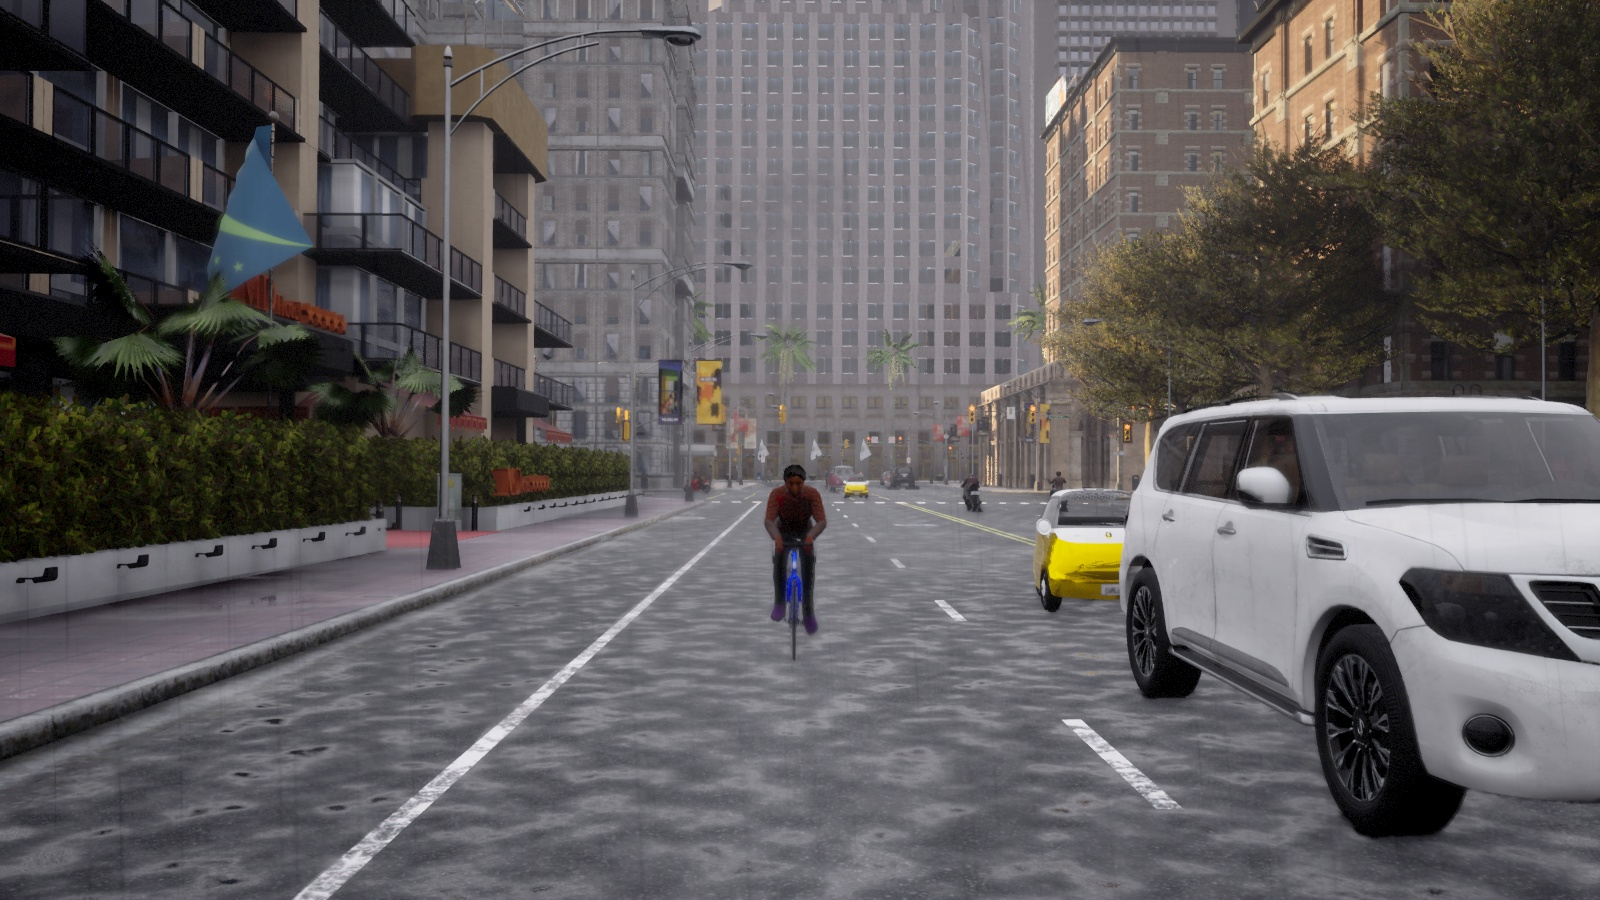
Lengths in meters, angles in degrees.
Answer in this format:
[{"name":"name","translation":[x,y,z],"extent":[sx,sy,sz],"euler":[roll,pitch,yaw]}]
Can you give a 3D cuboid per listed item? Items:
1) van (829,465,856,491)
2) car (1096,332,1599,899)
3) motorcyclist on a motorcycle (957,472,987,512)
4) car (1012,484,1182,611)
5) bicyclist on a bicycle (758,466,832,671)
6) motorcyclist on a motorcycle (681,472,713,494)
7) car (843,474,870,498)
[{"name":"van","translation":[3.304,2.200,98.260],"extent":[1.775,1.987,4.442],"euler":[0,-1,-3]},{"name":"car","translation":[3.470,0.642,7.276],"extent":[2.150,2.045,5.566],"euler":[0,-1,0]},{"name":"motorcyclist on a motorcycle","translation":[6.820,1.657,49.830],"extent":[0.866,1.530,2.191],"euler":[0,-1,0]},{"name":"car","translation":[3.445,1.105,14.898],"extent":[1.481,1.376,2.207],"euler":[0,-1,0]},{"name":"bicyclist on a bicycle","translation":[-0.041,0.948,10.783],"extent":[0.582,1.620,1.656],"euler":[0,-1,0]},{"name":"motorcyclist on a motorcycle","translation":[-7.173,2.288,87.358],"extent":[2.044,1.523,0.797],"euler":[0,-1,-28]},{"name":"car","translation":[3.239,2.068,72.355],"extent":[1.481,1.376,2.207],"euler":[0,-1,0]}]
